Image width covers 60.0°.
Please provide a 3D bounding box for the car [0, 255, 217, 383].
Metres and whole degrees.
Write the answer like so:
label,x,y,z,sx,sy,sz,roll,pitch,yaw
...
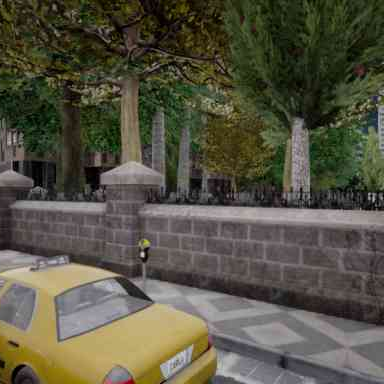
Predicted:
label,x,y,z,sx,sy,sz,roll,pitch,yaw
car,-2.014,1.525,4.395,4.829,1.417,1.752,0,0,35
